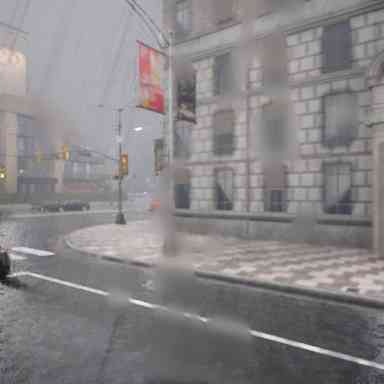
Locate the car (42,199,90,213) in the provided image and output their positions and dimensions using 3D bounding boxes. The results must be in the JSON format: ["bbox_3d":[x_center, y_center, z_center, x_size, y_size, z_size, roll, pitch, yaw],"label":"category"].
[{"bbox_3d":[-14.304,1.571,38.694,1.882,1.535,5.008,0,0,36],"label":"car"}]

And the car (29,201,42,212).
[{"bbox_3d":[-17.253,1.594,40.583,2.128,1.511,4.902,0,0,36],"label":"car"}]

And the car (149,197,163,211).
[{"bbox_3d":[-3.034,1.423,40.307,2.097,1.767,4.553,0,0,36],"label":"car"}]

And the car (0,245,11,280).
[{"bbox_3d":[-6.590,1.593,8.846,4.181,1.385,1.994,0,0,39],"label":"car"}]
